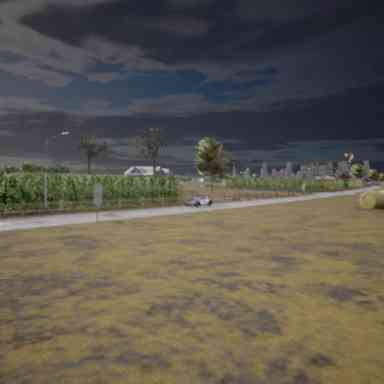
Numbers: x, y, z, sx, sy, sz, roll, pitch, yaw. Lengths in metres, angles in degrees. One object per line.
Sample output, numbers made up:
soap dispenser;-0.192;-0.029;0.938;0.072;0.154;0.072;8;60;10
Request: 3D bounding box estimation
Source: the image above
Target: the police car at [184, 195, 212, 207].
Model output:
police car;0.858;1.297;47.027;2.038;1.542;4.974;2;2;36
